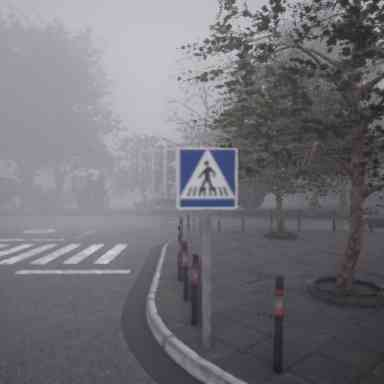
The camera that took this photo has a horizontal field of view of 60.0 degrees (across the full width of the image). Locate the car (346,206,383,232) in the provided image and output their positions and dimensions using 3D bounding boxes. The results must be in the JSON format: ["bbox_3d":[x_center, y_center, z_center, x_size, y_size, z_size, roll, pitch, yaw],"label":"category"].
[{"bbox_3d":[11.261,1.462,18.476,4.902,1.511,2.128,0,0,22],"label":"car"}]
